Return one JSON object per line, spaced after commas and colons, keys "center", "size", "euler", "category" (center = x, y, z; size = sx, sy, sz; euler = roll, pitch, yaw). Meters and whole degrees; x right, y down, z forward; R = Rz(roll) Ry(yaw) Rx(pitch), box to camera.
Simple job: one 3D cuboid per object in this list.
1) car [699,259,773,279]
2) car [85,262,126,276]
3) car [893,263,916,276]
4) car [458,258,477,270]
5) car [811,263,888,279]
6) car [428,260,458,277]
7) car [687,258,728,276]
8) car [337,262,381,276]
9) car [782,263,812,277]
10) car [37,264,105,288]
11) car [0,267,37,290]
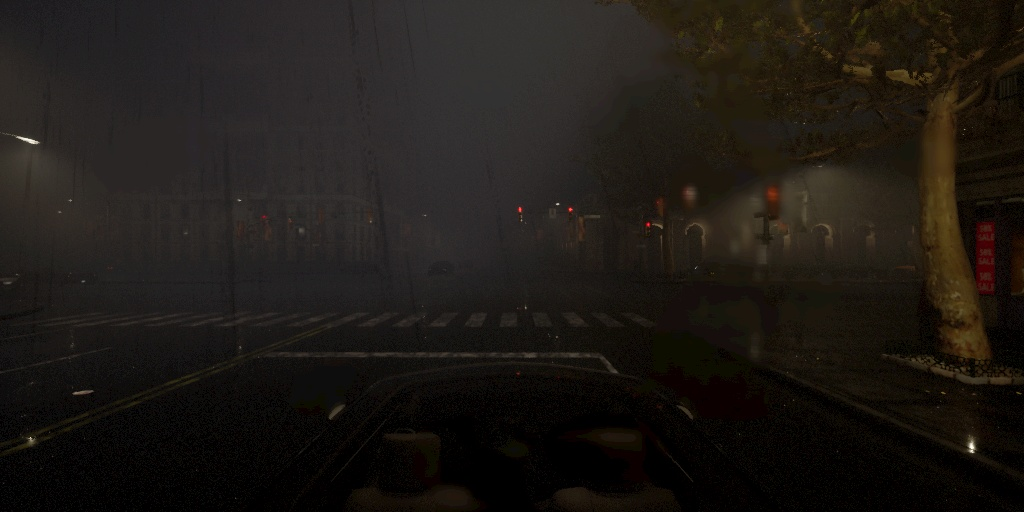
{"center": [19.437, 1.255, 31.252], "size": [4.892, 1.490, 1.837], "euler": [0, 0, 1], "category": "car"}
{"center": [-40.882, 1.276, 35.277], "size": [4.674, 1.442, 1.812], "euler": [0, 0, 0], "category": "car"}
{"center": [39.861, 1.228, 34.556], "size": [5.008, 1.535, 1.882], "euler": [0, 0, 1], "category": "car"}
{"center": [-6.922, 1.297, 54.385], "size": [2.033, 1.411, 5.357], "euler": [0, 0, 0], "category": "car"}
{"center": [29.384, 1.351, 31.162], "size": [4.718, 1.301, 1.895], "euler": [0, 0, 1], "category": "car"}
{"center": [-6.986, 1.227, 35.695], "size": [1.882, 1.535, 5.008], "euler": [0, 0, 0], "category": "car"}
{"center": [19.458, 1.102, 34.754], "size": [4.553, 1.767, 2.097], "euler": [0, 0, 0], "category": "car"}
{"center": [-15.799, 1.314, 37.215], "size": [4.181, 1.385, 1.994], "euler": [0, 0, -38], "category": "car"}
{"center": [29.398, 1.351, 34.662], "size": [4.718, 1.301, 1.895], "euler": [0, 0, 1], "category": "car"}
{"center": [-30.276, 1.351, 23.508], "size": [4.718, 1.301, 1.895], "euler": [0, 0, 1], "category": "car"}
{"center": [-30.498, 1.242, 20.012], "size": [4.902, 1.511, 2.128], "euler": [0, 0, 1], "category": "car"}
